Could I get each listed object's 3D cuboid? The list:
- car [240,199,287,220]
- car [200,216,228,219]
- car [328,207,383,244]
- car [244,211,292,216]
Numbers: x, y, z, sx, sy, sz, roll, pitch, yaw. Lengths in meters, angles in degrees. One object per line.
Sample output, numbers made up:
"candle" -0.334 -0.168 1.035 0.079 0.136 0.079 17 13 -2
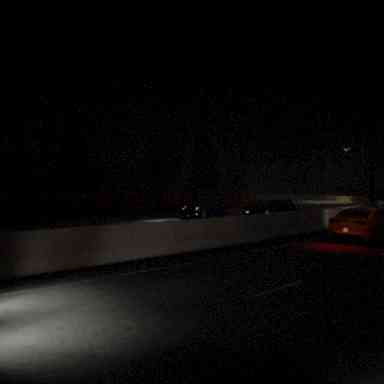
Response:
"car" 6.386 1.463 29.304 1.882 1.535 5.008 0 0 41
"car" 1.188 1.355 28.818 2.097 1.767 4.553 0 0 43
"car" 8.267 1.453 15.817 5.008 1.535 1.882 0 0 -44
"car" 5.615 1.338 23.331 2.097 1.767 4.553 0 0 43
